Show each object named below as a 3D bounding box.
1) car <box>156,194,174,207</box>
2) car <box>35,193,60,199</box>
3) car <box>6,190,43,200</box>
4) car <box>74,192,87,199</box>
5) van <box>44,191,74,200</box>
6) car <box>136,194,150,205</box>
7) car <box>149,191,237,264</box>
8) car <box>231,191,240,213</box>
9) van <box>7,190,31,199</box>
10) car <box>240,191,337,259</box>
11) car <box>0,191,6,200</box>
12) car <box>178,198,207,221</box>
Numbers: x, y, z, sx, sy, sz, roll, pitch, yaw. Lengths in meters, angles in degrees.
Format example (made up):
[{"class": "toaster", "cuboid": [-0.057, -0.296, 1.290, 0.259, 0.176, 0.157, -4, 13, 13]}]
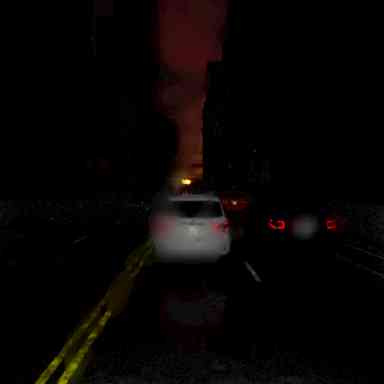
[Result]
[{"class": "car", "cuboid": [-3.331, 1.040, 41.516, 1.812, 1.442, 4.674, 0, 0, 0]}, {"class": "car", "cuboid": [-29.253, 0.791, 67.274, 4.206, 1.307, 1.802, 0, 0, 0]}, {"class": "car", "cuboid": [-29.247, 0.598, 58.747, 5.009, 1.841, 2.192, 0, 0, 0]}, {"class": "car", "cuboid": [-23.575, 0.764, 67.276, 4.403, 1.369, 2.008, 0, 0, 0]}, {"class": "van", "cuboid": [-23.570, 0.628, 58.750, 3.998, 1.788, 1.690, 0, 0, 0]}, {"class": "car", "cuboid": [-6.548, 1.004, 46.519, 2.033, 1.411, 5.357, 0, 1, 1]}, {"class": "car", "cuboid": [0.050, 1.085, 11.432, 2.150, 2.045, 5.566, 0, 0, 0]}, {"class": "car", "cuboid": [3.314, 0.893, 28.268, 2.150, 2.045, 5.566, 0, 1, 0]}, {"class": "van", "cuboid": [-34.930, 0.546, 67.269, 3.998, 1.788, 1.690, 0, 0, 0]}, {"class": "car", "cuboid": [3.302, 1.078, 12.167, 2.150, 2.045, 5.566, 0, 1, 1]}, {"class": "car", "cuboid": [-34.925, 0.861, 58.747, 4.206, 1.307, 1.802, 0, 0, 0]}, {"class": "car", "cuboid": [0.044, 1.246, 25.704, 2.033, 1.411, 5.357, 0, 1, 0]}]
